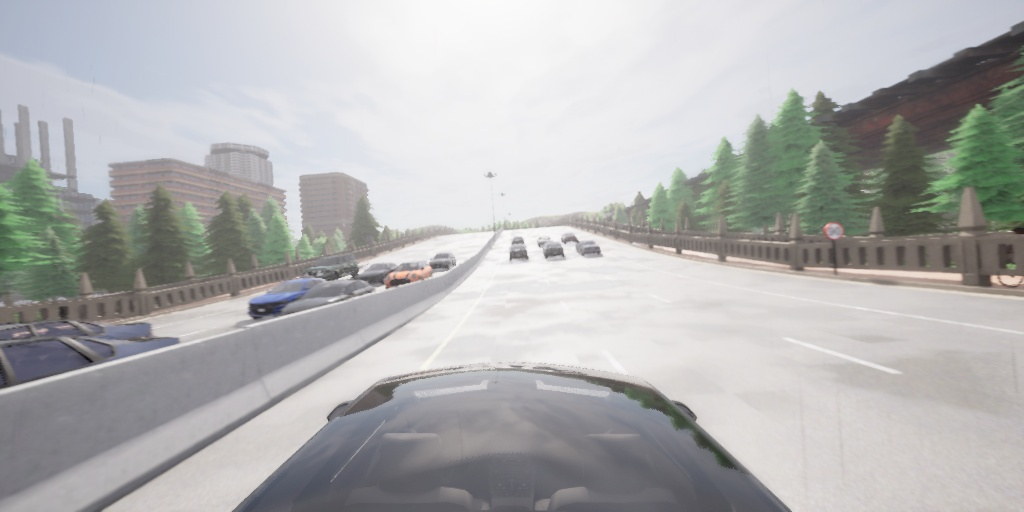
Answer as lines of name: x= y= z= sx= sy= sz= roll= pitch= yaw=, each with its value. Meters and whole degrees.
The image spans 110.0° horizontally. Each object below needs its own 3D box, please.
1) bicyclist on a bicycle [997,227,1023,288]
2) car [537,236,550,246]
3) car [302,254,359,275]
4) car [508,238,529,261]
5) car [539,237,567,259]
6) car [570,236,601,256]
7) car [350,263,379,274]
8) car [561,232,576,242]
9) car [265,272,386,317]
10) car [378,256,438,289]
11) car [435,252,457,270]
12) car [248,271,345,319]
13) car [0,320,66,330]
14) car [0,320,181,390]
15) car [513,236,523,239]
bicyclist on a bicycle: x=13.700 y=0.038 z=9.535 sx=1.656 sy=1.620 sz=0.582 roll=-1 pitch=-3 yaw=0
car: x=4.346 y=-2.072 z=48.146 sx=1.895 sy=1.301 sz=4.718 roll=-4 pitch=7 yaw=1
car: x=-13.609 y=0.990 z=27.224 sx=2.150 sy=2.045 sz=5.566 roll=-4 pitch=4 yaw=1
car: x=0.668 y=-0.511 z=36.871 sx=1.882 sy=1.535 sz=5.008 roll=-4 pitch=7 yaw=2
car: x=4.153 y=-0.755 z=36.558 sx=1.882 sy=1.535 sz=5.008 roll=-4 pitch=7 yaw=1
car: x=7.632 y=-0.931 z=36.276 sx=2.033 sy=1.411 sz=5.357 roll=-4 pitch=7 yaw=1
car: x=-10.145 y=1.266 z=27.778 sx=1.882 sy=1.535 sz=5.008 roll=-4 pitch=5 yaw=2
car: x=7.778 y=-2.519 z=48.909 sx=1.812 sy=1.442 sz=4.674 roll=-4 pitch=7 yaw=2
car: x=-6.929 y=1.746 z=14.078 sx=1.837 sy=1.490 sz=4.892 roll=-4 pitch=1 yaw=1
car: x=-6.746 y=1.152 z=23.893 sx=2.097 sy=1.767 sz=4.553 roll=-4 pitch=4 yaw=2
car: x=-6.507 y=0.413 z=34.061 sx=1.837 sy=1.490 sz=4.892 roll=-4 pitch=6 yaw=2
car: x=-10.357 y=1.888 z=17.353 sx=1.882 sy=1.535 sz=5.008 roll=-4 pitch=2 yaw=1
car: x=-10.552 y=2.124 z=7.310 sx=2.033 sy=1.411 sz=5.357 roll=-4 pitch=0 yaw=1
car: x=-7.120 y=1.852 z=4.430 sx=2.033 sy=1.411 sz=5.357 roll=-4 pitch=0 yaw=1
car: x=0.856 y=-2.023 z=49.262 sx=1.837 sy=1.490 sz=4.892 roll=-4 pitch=8 yaw=2
